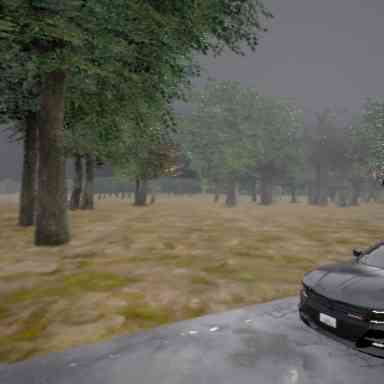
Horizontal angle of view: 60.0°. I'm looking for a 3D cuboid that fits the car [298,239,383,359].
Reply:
[{"bbox_3d":[4.057,1.454,5.584,5.008,1.535,1.882,0,0,-27],"label":"car"}]
